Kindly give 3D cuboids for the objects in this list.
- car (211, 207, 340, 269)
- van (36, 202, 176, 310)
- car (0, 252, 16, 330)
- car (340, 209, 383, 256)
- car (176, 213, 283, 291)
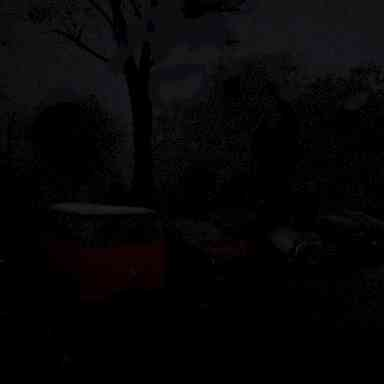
[{"bbox_3d":[2.125,1.375,11.125,2.185,1.767,4.553,0,0,-35],"label":"car"},{"bbox_3d":[-2.423,1.260,7.995,1.878,1.987,4.442,0,0,-35],"label":"van"},{"bbox_3d":[-4.663,1.480,6.268,2.231,1.521,4.892,0,0,-35],"label":"car"},{"bbox_3d":[4.446,1.508,12.732,2.097,1.535,5.008,0,0,-35],"label":"car"},{"bbox_3d":[-0.161,1.493,9.468,2.097,1.535,5.008,0,0,-35],"label":"car"}]
